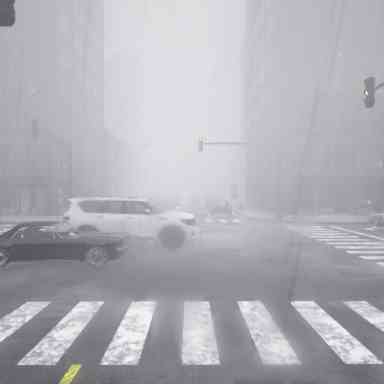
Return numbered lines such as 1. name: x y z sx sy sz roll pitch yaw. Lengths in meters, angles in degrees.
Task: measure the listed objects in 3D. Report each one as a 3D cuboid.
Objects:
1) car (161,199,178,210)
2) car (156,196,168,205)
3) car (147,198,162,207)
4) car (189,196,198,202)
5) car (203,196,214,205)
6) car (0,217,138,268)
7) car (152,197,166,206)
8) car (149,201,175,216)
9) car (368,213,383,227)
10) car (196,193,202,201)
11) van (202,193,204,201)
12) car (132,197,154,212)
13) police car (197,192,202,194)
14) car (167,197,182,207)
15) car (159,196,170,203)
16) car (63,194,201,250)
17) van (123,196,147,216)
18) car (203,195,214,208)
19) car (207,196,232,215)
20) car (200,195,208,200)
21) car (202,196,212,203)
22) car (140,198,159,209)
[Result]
1. car: -2.875 1.604 43.147 1.895 1.301 4.718 0 0 1
2. car: -5.538 1.527 61.561 1.752 1.417 4.829 0 0 0
3. car: -5.597 1.585 50.395 1.802 1.307 4.206 0 0 0
4. car: 0.393 1.539 74.197 2.033 1.411 5.357 0 0 0
5. car: 2.989 1.527 61.863 1.752 1.417 4.829 0 0 0
6. car: -4.340 1.600 10.639 4.718 1.301 1.895 0 0 0
7. car: -5.567 1.569 56.063 1.947 1.339 4.313 0 0 0
8. car: -2.929 1.603 33.164 1.895 1.301 4.718 0 0 3
9. car: 13.642 1.615 20.676 4.718 1.301 1.895 0 0 0
10. car: 0.426 1.507 61.891 1.837 1.490 4.892 0 0 0
11. van: 2.958 1.344 56.024 1.690 1.788 3.998 0 0 0
12. car: -5.657 1.443 39.059 1.967 1.590 4.097 0 0 0
13. police car: 2.781 1.421 79.454 1.930 1.638 5.238 0 0 0
14. car: -2.811 1.551 53.837 2.033 1.411 5.357 0 0 1
15. car: -5.507 1.567 67.400 1.947 1.339 4.313 0 0 0
16. car: -2.528 1.221 13.901 5.566 2.045 2.150 0 0 0
17. van: -5.687 1.343 33.390 1.690 1.788 3.998 0 0 0
18. car: 2.899 1.443 44.686 1.967 1.590 4.097 0 0 0
19. car: 2.839 1.442 33.348 1.967 1.590 4.097 0 0 0
20. car: 3.138 1.558 90.040 1.947 1.339 4.313 0 0 0
21. car: 3.019 1.552 67.363 2.008 1.369 4.403 0 0 0
22. car: -5.627 1.569 44.727 1.947 1.339 4.313 0 0 0
